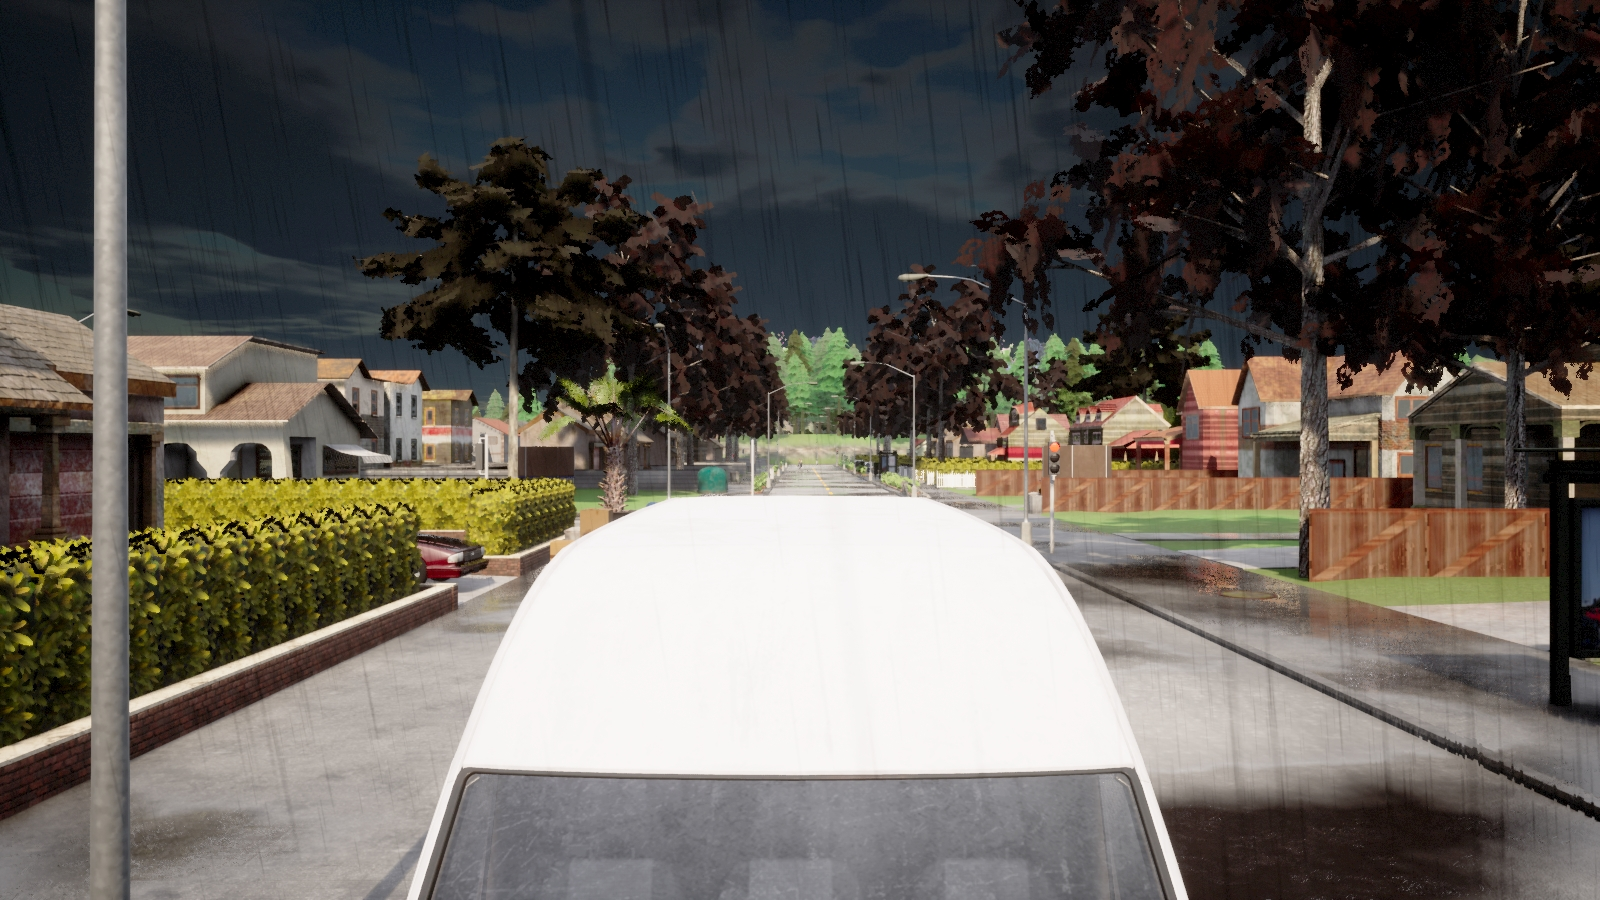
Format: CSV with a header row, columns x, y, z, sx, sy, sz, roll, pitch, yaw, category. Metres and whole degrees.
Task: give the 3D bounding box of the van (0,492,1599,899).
x,y,z,sx,sy,sz,roll,pitch,yaw,category
0.002,1.537,4.030,1.988,2.561,5.915,0,0,0,van
